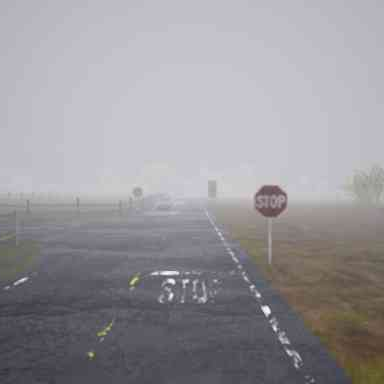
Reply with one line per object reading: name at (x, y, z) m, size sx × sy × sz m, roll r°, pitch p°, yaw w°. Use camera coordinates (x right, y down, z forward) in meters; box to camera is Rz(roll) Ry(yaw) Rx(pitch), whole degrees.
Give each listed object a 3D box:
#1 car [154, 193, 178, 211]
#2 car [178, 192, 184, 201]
car at (-2.792, 1.176, 34.833) m, size 1.837 × 1.490 × 4.892 m, roll 0°, pitch 2°, yaw 0°
car at (-2.823, 0.953, 59.106) m, size 1.895 × 1.301 × 4.718 m, roll 0°, pitch 1°, yaw 0°
